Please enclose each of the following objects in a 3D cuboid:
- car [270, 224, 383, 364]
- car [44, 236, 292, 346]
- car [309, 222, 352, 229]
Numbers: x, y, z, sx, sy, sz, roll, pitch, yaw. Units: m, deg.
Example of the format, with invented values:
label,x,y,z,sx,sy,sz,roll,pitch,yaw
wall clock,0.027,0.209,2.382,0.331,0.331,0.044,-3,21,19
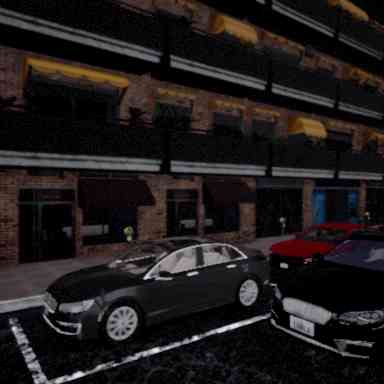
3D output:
label,x,y,z,sx,sy,sz,roll,pitch,yaw
car,3.453,1.510,5.805,4.902,1.511,2.128,0,0,-35
car,-0.398,1.561,6.280,4.403,1.369,2.008,0,0,-35
car,4.102,1.571,9.487,4.507,1.381,1.887,0,0,-35
